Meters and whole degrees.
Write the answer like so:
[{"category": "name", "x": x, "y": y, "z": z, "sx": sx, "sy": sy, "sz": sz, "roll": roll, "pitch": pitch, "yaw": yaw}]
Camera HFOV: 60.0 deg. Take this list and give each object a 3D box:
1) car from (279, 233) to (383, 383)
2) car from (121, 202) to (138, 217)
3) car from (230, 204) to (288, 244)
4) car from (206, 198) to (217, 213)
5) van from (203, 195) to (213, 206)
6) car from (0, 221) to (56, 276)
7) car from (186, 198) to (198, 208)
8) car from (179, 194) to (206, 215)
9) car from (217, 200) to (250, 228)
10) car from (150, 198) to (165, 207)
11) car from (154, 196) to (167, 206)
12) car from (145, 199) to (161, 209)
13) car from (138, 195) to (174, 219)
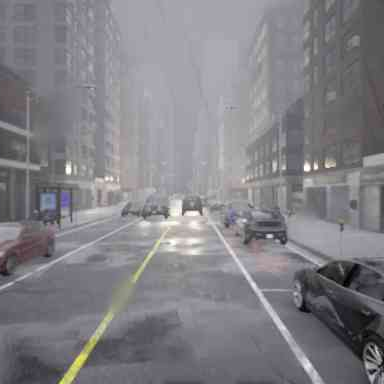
[{"category": "car", "x": 2.859, "y": 1.580, "z": 4.863, "sx": 1.947, "sy": 1.339, "sz": 4.313, "roll": 0, "pitch": 0, "yaw": 0}, {"category": "car", "x": -5.665, "y": 1.656, "z": 32.469, "sx": 1.947, "sy": 1.339, "sz": 4.313, "roll": 0, "pitch": 0, "yaw": 0}, {"category": "car", "x": 3.147, "y": 1.549, "z": 15.884, "sx": 1.837, "sy": 1.490, "sz": 4.892, "roll": 0, "pitch": 0, "yaw": 0}, {"category": "car", "x": 2.862, "y": 1.656, "z": 38.004, "sx": 2.008, "sy": 1.369, "sz": 4.403, "roll": 0, "pitch": 0, "yaw": 0}, {"category": "van", "x": 2.863, "y": 1.507, "z": 60.100, "sx": 1.690, "sy": 1.788, "sz": 3.998, "roll": 0, "pitch": 0, "yaw": 0}, {"category": "car", "x": -5.667, "y": 1.611, "z": 10.369, "sx": 1.802, "sy": 1.307, "sz": 4.206, "roll": 0, "pitch": 0, "yaw": 0}, {"category": "car", "x": 0.048, "y": 1.667, "z": 51.273, "sx": 1.812, "sy": 1.442, "sz": 4.674, "roll": 0, "pitch": 0, "yaw": 1}, {"category": "car", "x": 0.035, "y": 1.321, "z": 34.781, "sx": 2.150, "sy": 2.045, "sz": 5.566, "roll": 0, "pitch": 0, "yaw": 0}, {"category": "car", "x": 3.115, "y": 1.417, "z": 22.855, "sx": 2.097, "sy": 1.767, "sz": 4.553, "roll": 0, "pitch": 0, "yaw": 0}, {"category": "car", "x": -5.663, "y": 1.716, "z": 54.569, "sx": 1.947, "sy": 1.339, "sz": 4.313, "roll": 0, "pitch": 0, "yaw": 0}, {"category": "car", "x": -5.663, "y": 1.606, "z": 60.095, "sx": 1.967, "sy": 1.590, "sz": 4.097, "roll": 0, "pitch": 0, "yaw": 0}, {"category": "car", "x": -5.664, "y": 1.717, "z": 49.044, "sx": 1.802, "sy": 1.307, "sz": 4.206, "roll": 0, "pitch": 0, "yaw": 0}, {"category": "car", "x": -3.093, "y": 1.304, "z": 29.864, "sx": 2.150, "sy": 2.045, "sz": 5.566, "roll": 0, "pitch": 0, "yaw": 0}]
